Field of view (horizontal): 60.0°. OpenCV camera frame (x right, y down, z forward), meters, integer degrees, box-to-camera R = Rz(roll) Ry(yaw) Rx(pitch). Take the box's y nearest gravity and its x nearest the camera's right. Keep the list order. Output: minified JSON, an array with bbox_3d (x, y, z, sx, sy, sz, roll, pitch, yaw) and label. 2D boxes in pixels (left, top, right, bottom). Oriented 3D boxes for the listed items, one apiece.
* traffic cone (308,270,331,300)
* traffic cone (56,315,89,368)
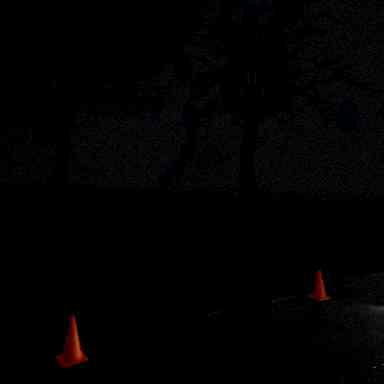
[{"bbox_3d":[2.765,1.988,7.214,0.340,0.580,0.340,1,0,-31],"label":"traffic cone"},{"bbox_3d":[-1.600,1.942,4.455,0.340,0.580,0.340,0,0,-34],"label":"traffic cone"}]
